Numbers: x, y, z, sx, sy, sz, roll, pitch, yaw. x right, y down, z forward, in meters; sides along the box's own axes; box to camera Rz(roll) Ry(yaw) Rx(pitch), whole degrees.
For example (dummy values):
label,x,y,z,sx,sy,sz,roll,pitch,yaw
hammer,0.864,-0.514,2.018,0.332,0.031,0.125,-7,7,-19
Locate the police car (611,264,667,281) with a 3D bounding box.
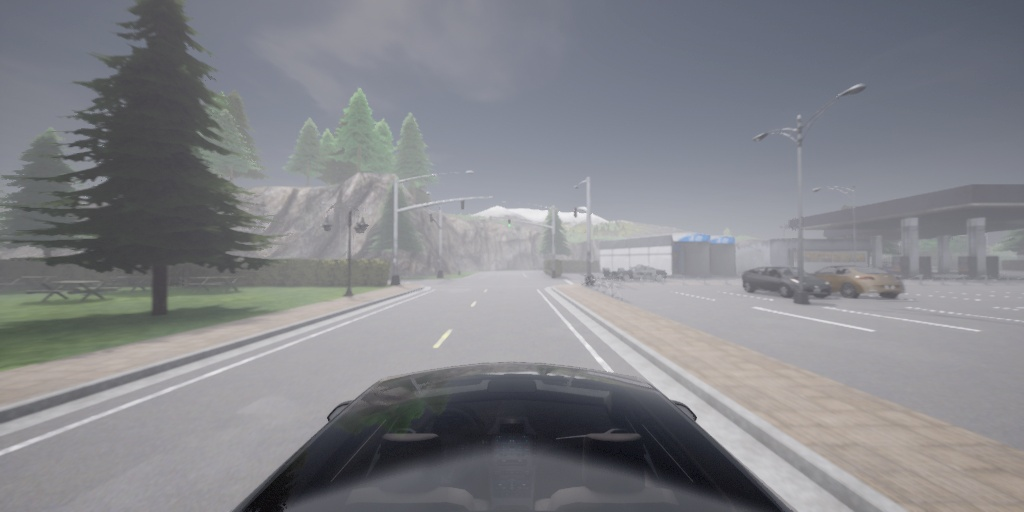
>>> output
label,x,y,z,sx,sy,sz,roll,pitch,yaw
police car,12.509,1.638,35.453,5.238,1.638,1.930,0,-1,1
